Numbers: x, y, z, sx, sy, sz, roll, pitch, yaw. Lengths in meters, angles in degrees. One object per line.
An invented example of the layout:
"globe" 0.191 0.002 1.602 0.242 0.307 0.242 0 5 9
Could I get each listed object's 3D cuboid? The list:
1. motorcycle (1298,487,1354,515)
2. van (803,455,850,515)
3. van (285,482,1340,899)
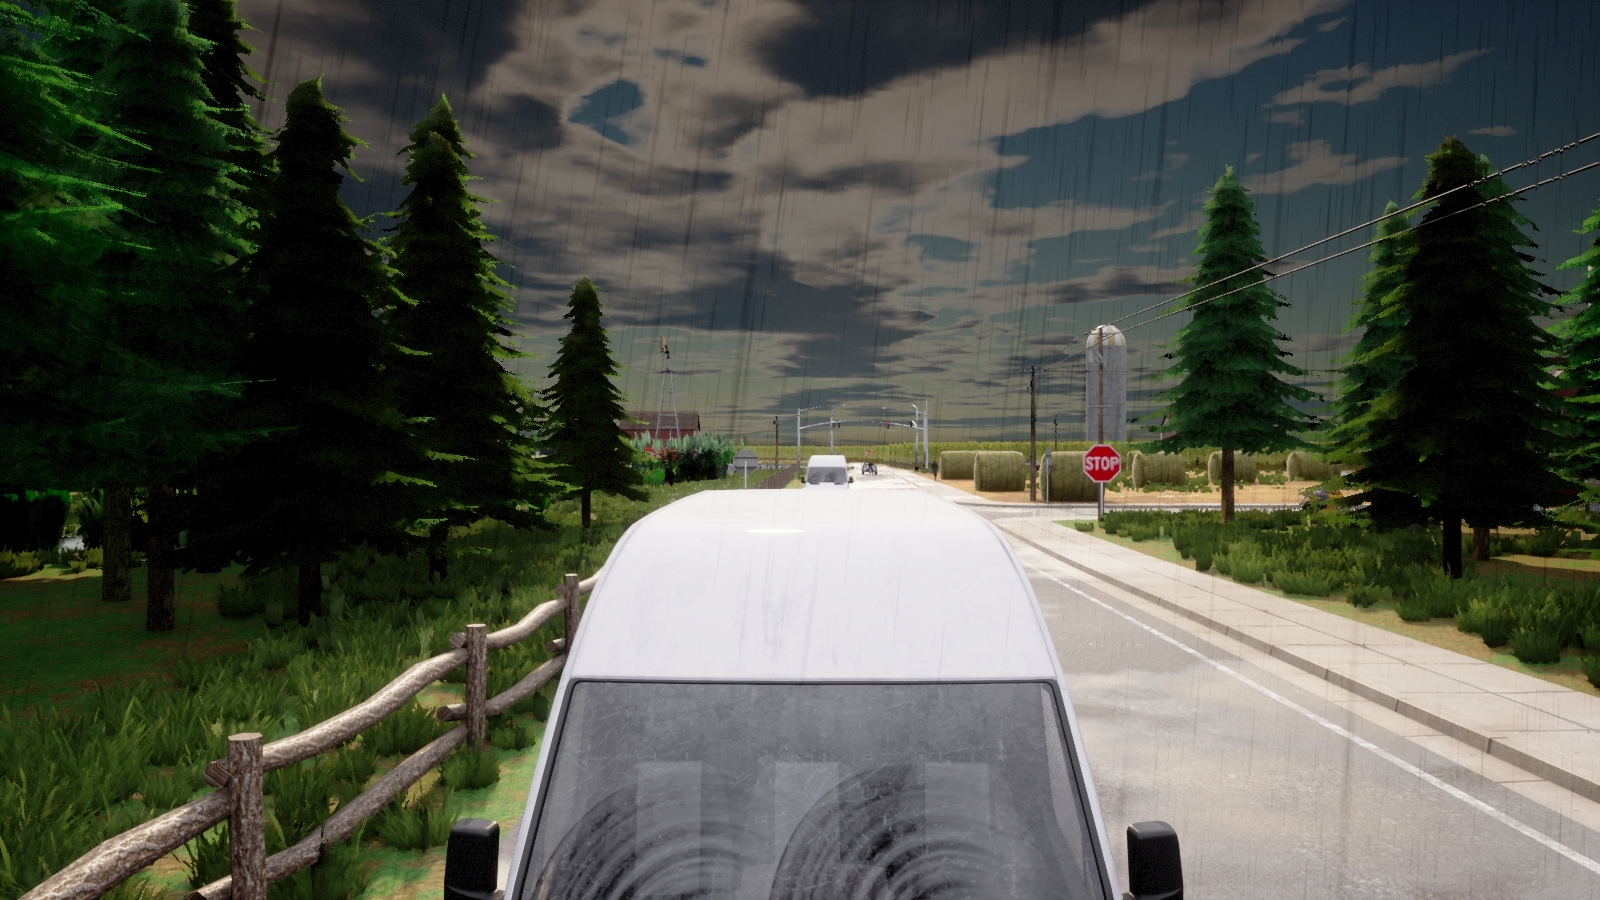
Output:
"motorcycle" 22.584 2.186 49.074 2.033 1.199 0.803 0 0 -1
"van" 1.235 1.504 51.555 1.988 2.561 5.915 0 0 2
"van" 0.056 1.508 5.110 1.988 2.561 5.915 0 0 1
